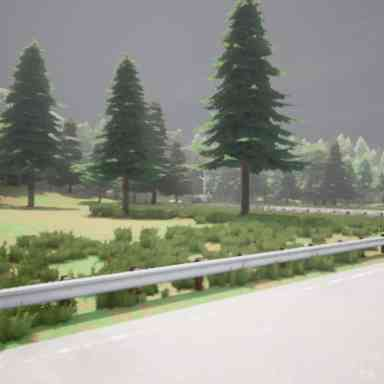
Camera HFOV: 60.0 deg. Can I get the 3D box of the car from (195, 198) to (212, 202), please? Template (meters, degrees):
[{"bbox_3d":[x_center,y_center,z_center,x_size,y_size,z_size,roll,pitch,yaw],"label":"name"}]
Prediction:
[{"bbox_3d":[1.923,1.893,61.418,1.837,1.490,4.892,1,-1,-34],"label":"car"}]
